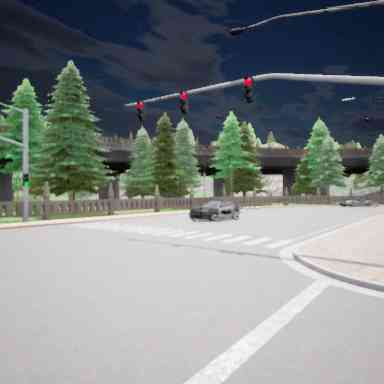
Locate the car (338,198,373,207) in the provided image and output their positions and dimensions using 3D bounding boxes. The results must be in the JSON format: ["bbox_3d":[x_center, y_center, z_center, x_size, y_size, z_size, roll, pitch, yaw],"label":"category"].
[{"bbox_3d":[23.795,1.552,48.546,4.718,1.301,1.895,0,0,-17],"label":"car"}]

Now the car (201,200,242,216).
[{"bbox_3d":[3.053,1.549,33.468,1.895,1.301,4.718,0,0,39],"label":"car"}]

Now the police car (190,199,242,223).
[{"bbox_3d":[1.775,1.375,25.643,1.930,1.638,5.238,0,0,38],"label":"police car"}]
